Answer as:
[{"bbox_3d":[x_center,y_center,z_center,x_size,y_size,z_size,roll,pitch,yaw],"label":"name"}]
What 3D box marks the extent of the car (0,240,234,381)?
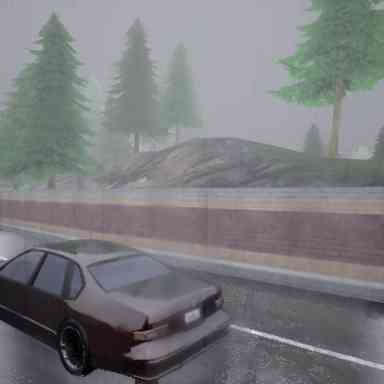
[{"bbox_3d":[-1.966,1.548,5.578,5.357,1.411,2.033,0,0,38],"label":"car"}]
